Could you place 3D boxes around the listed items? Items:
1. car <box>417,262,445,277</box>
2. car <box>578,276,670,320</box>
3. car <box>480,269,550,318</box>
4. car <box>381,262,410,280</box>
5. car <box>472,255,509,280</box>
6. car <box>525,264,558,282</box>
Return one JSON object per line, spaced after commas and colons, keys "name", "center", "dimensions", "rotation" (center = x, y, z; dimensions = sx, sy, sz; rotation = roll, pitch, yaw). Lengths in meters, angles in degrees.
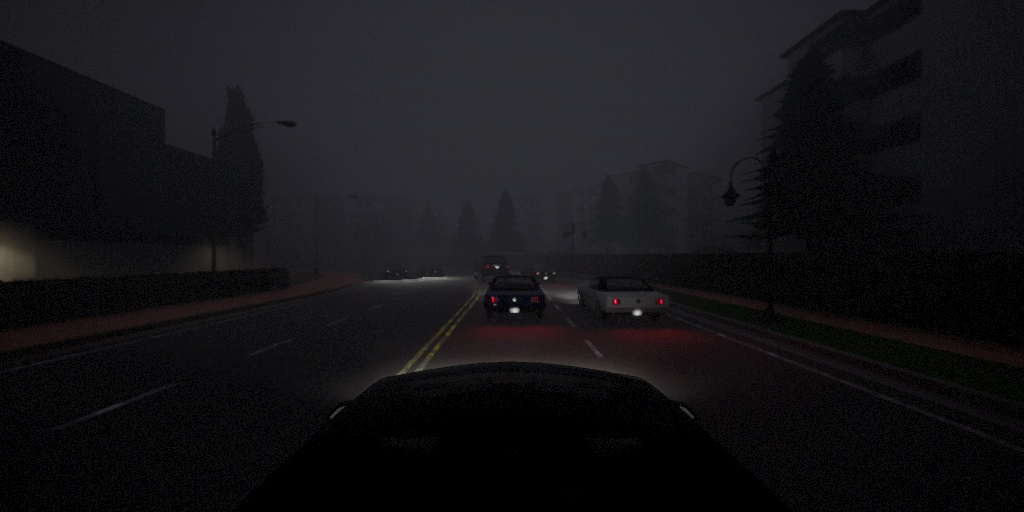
{"name": "car", "center": [-7.760, 1.249, 34.180], "dimensions": [1.994, 1.385, 4.181], "rotation": [0, 0, -26]}
{"name": "car", "center": [3.568, 1.329, 12.472], "dimensions": [1.895, 1.301, 4.718], "rotation": [0, 0, 0]}
{"name": "car", "center": [0.068, 1.328, 12.926], "dimensions": [1.895, 1.301, 4.718], "rotation": [0, 0, 0]}
{"name": "car", "center": [-10.172, 1.217, 31.108], "dimensions": [1.812, 1.442, 4.674], "rotation": [0, 0, -23]}
{"name": "car", "center": [-1.785, 0.917, 28.817], "dimensions": [2.150, 2.045, 5.566], "rotation": [0, 0, -15]}
{"name": "car", "center": [1.961, 1.298, 28.101], "dimensions": [1.895, 1.301, 4.718], "rotation": [0, 0, -13]}
